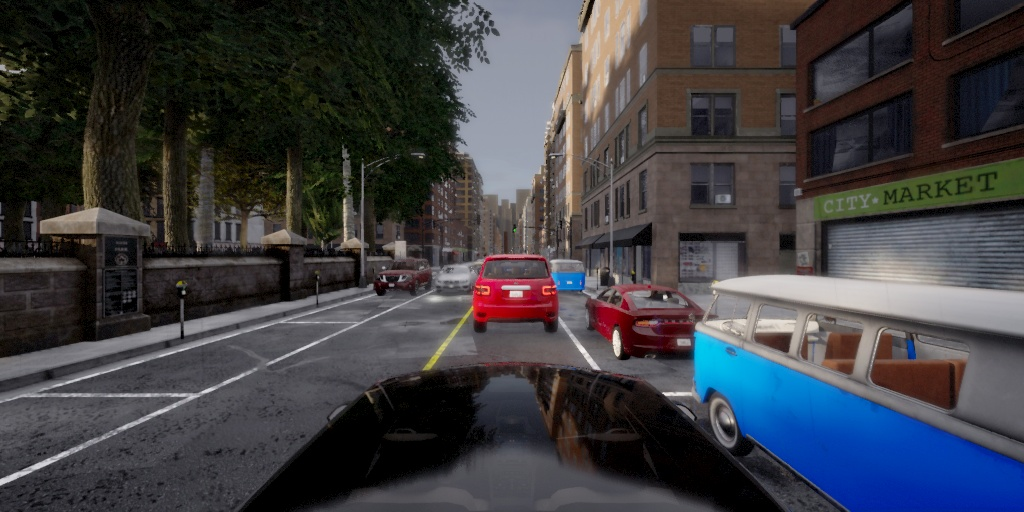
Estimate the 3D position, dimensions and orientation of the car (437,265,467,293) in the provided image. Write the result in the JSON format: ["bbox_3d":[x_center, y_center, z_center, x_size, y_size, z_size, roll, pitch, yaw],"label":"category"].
[{"bbox_3d":[-3.093,1.269,20.645,1.812,1.442,4.674,0,0,0],"label":"car"}]

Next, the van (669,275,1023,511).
[{"bbox_3d":[2.856,1.091,2.512,1.690,1.789,3.998,0,0,0],"label":"van"}]

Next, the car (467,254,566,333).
[{"bbox_3d":[0.088,0.970,10.929,2.150,2.045,5.566,0,0,0],"label":"car"}]

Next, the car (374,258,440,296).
[{"bbox_3d":[-5.685,1.059,19.446,2.192,1.841,5.009,0,0,0],"label":"car"}]

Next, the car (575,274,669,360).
[{"bbox_3d":[2.850,1.294,8.173,1.888,1.381,4.507,0,0,0],"label":"car"}]

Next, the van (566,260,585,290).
[{"bbox_3d":[2.839,1.085,19.494,1.690,1.789,3.998,0,0,0],"label":"van"}]
